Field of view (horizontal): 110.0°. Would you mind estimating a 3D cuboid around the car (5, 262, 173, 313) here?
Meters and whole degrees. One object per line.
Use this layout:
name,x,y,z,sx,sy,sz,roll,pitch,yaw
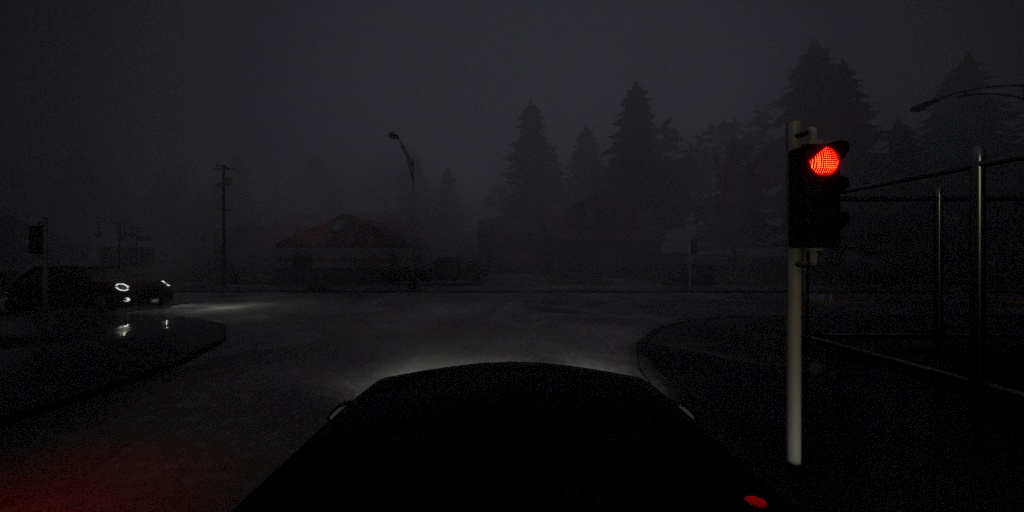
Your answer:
car,-15.680,1.102,13.506,4.553,1.767,2.097,0,0,0
